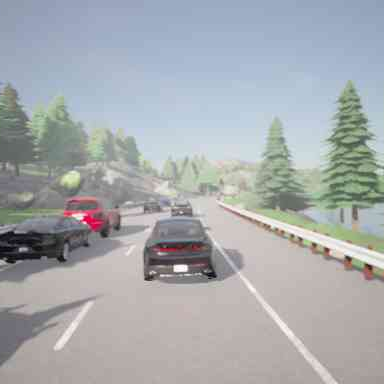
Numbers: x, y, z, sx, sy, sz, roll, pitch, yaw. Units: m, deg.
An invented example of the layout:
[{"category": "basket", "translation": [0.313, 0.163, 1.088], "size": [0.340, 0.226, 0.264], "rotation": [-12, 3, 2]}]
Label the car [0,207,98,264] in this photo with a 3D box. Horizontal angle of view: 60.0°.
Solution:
[{"category": "car", "translation": [-5.214, 1.590, 12.552], "size": [1.882, 1.535, 5.008], "rotation": [-1, 0, -2]}]

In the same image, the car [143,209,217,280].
[{"category": "car", "translation": [-0.391, 1.505, 10.040], "size": [1.837, 1.490, 4.892], "rotation": [-1, 0, -3]}]

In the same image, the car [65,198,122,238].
[{"category": "car", "translation": [-5.429, 1.337, 18.566], "size": [2.150, 2.045, 5.566], "rotation": [-1, 0, -1]}]

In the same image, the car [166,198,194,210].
[{"category": "car", "translation": [-0.856, 1.486, 30.049], "size": [2.128, 1.511, 4.902], "rotation": [-1, 0, 0]}]

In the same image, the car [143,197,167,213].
[{"category": "car", "translation": [-4.461, 1.564, 38.648], "size": [2.128, 1.511, 4.902], "rotation": [-1, 0, 1]}]
